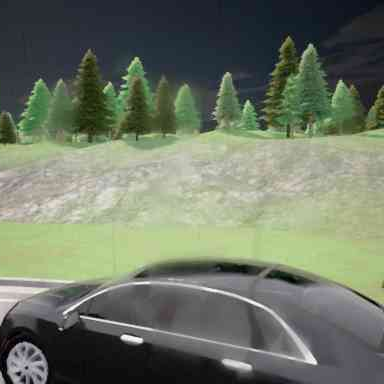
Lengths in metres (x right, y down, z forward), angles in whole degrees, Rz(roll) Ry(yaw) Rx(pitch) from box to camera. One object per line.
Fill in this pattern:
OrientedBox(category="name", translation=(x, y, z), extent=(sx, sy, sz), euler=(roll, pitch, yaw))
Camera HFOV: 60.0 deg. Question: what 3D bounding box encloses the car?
OrientedBox(category="car", translation=(-0.070, 1.505, 3.660), extent=(4.892, 1.490, 1.837), euler=(0, 0, 29))
